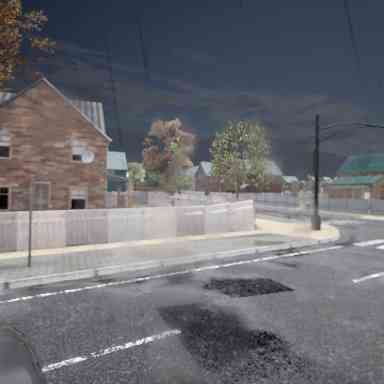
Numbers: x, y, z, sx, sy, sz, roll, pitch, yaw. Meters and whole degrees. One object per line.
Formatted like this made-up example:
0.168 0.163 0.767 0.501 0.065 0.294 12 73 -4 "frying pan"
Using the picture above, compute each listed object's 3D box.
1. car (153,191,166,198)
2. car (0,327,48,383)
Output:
-6.021 0.632 61.788 1.812 1.442 4.674 1 1 -20 "car"
-3.318 1.547 1.210 5.357 1.411 2.033 0 0 -35 "car"
